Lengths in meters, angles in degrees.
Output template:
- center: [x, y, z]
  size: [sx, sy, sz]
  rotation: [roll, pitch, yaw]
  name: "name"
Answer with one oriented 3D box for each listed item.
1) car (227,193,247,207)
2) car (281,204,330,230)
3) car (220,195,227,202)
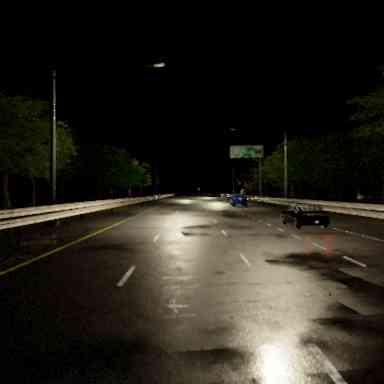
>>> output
- center: [7.154, 1.202, 51.526]
  size: [2.150, 2.045, 5.566]
  rotation: [0, 0, 0]
  name: "car"
- center: [7.028, 1.491, 21.103]
  size: [2.128, 1.511, 4.902]
  rotation: [0, 0, 0]
  name: "car"
- center: [7.298, 1.473, 75.597]
  size: [1.812, 1.442, 4.674]
  rotation: [0, 0, 0]
  name: "car"
